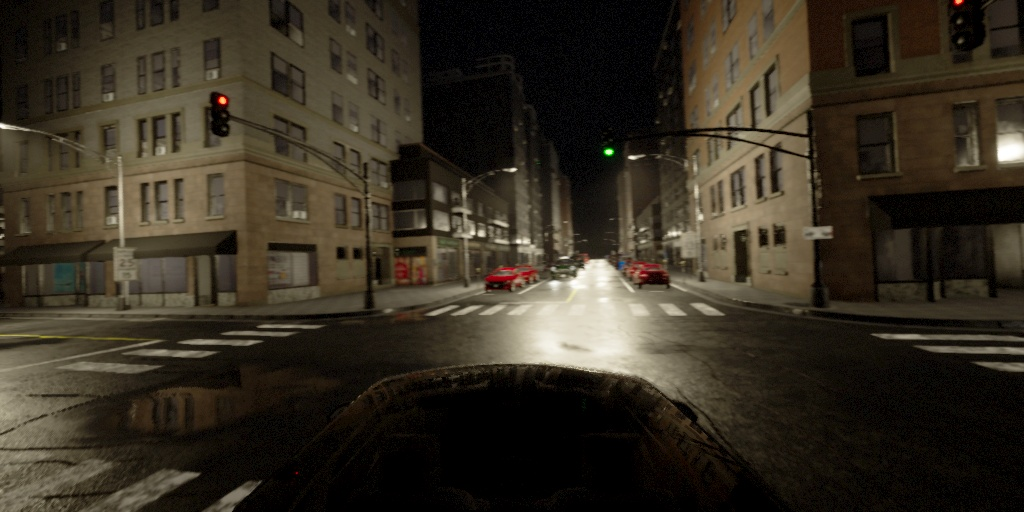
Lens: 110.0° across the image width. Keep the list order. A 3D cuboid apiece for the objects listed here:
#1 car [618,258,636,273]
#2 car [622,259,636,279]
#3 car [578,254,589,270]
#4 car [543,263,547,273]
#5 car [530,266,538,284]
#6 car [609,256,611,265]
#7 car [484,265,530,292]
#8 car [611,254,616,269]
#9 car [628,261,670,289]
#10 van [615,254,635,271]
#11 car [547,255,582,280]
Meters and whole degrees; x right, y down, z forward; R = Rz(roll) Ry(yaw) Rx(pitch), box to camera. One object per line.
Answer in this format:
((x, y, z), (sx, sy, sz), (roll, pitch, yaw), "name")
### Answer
((10.573, 1.059, 31.504), (1.802, 1.307, 4.207), (0, 0, 14), "car")
((9.238, 1.084, 25.990), (1.802, 1.307, 4.207), (0, 0, 14), "car")
((8.700, 0.895, 48.018), (2.150, 2.045, 5.566), (-3, 0, 14), "car")
((4.966, 1.371, 44.544), (1.802, 1.307, 4.207), (0, 0, 14), "car")
((0.962, 1.409, 28.004), (1.888, 1.381, 4.507), (0, 0, 14), "car")
((15.912, 0.961, 53.559), (1.802, 1.307, 4.207), (0, 0, 14), "car")
((-0.373, 1.435, 22.490), (1.888, 1.381, 4.507), (0, 0, 14), "car")
((13.243, 0.742, 42.532), (2.192, 1.841, 5.009), (0, 0, 14), "car")
((7.904, 1.110, 20.475), (1.802, 1.307, 4.207), (0, 0, 14), "car")
((11.908, 0.792, 37.018), (1.690, 1.789, 3.998), (0, 0, 14), "van")
((4.634, 1.039, 31.213), (2.097, 1.767, 4.553), (-3, -1, 14), "car")
